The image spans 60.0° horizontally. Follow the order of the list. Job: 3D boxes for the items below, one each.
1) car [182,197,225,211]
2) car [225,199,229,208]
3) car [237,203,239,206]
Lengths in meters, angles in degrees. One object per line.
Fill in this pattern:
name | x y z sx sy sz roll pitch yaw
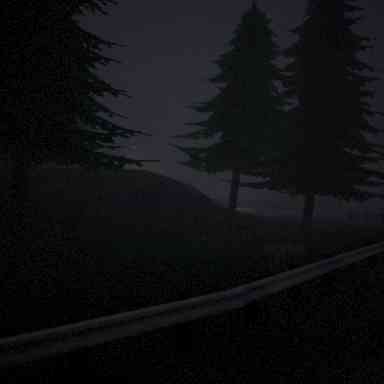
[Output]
car | 1.477 1.429 44.175 4.553 1.767 2.097 0 0 34
car | 2.402 1.684 47.771 4.718 1.301 1.895 0 0 34
car | 4.438 1.644 50.619 5.357 1.411 2.033 0 0 34
